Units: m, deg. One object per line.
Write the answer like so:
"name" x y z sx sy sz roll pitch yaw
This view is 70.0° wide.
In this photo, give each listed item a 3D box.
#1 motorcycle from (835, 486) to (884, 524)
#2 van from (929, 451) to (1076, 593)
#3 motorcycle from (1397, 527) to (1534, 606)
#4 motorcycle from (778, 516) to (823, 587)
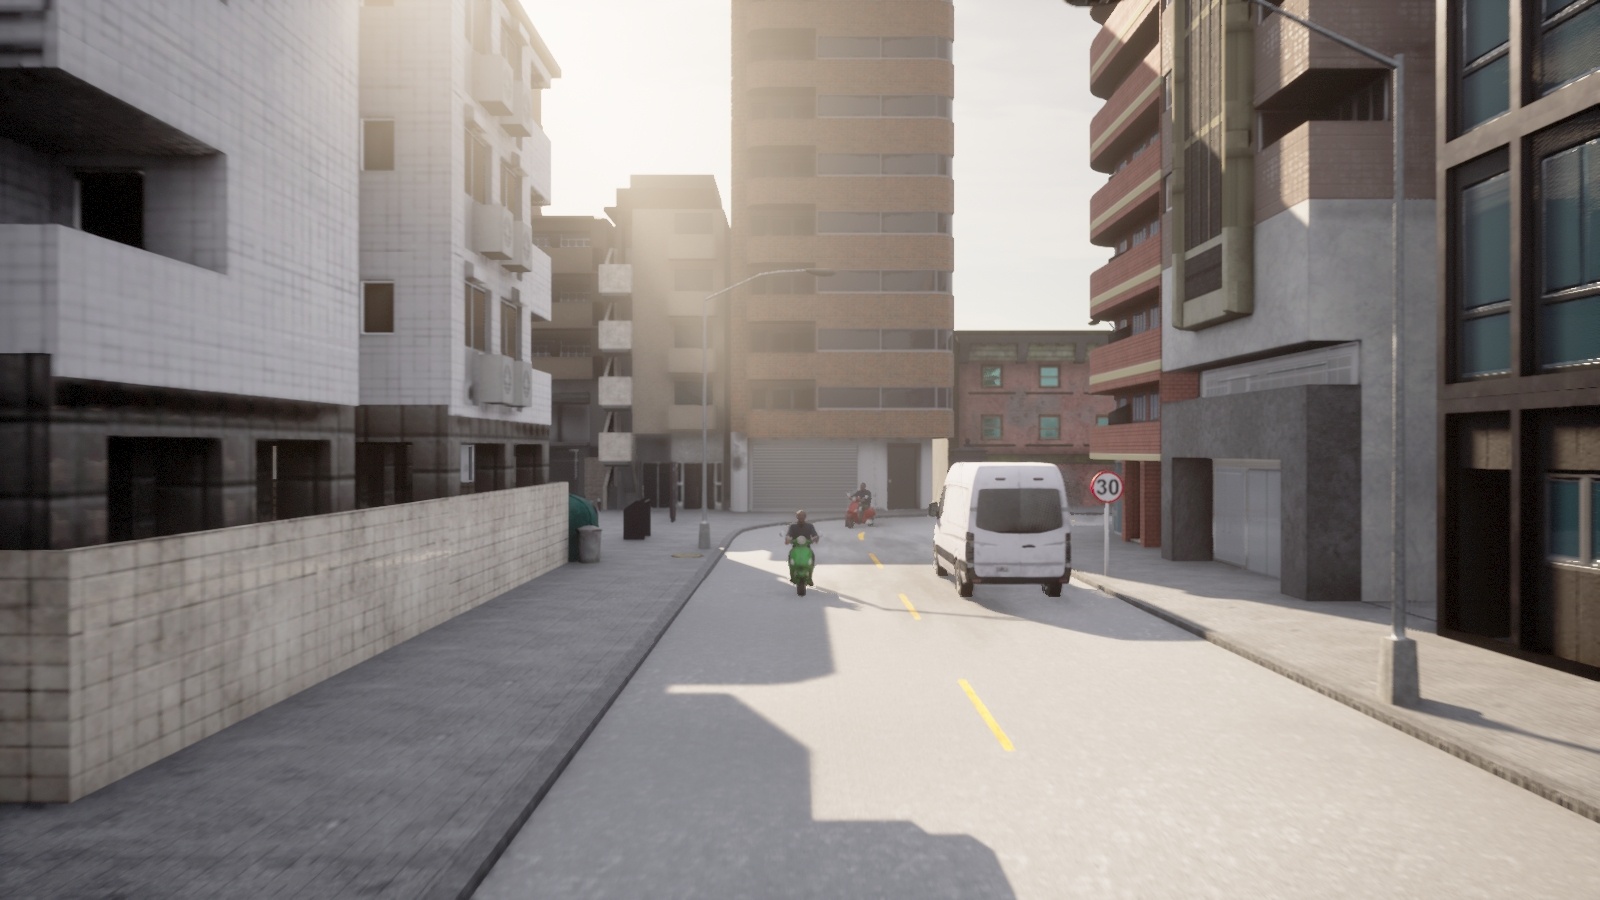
"motorcycle" 2.129 1.959 40.922 0.856 1.236 1.805 3 2 36
"van" 4.006 1.312 23.659 1.988 2.561 5.915 0 0 0
"motorcycle" 11.238 1.959 19.340 1.805 1.236 0.856 0 -1 4
"motorcycle" 0.013 1.959 22.349 0.856 1.236 1.805 0 0 0
